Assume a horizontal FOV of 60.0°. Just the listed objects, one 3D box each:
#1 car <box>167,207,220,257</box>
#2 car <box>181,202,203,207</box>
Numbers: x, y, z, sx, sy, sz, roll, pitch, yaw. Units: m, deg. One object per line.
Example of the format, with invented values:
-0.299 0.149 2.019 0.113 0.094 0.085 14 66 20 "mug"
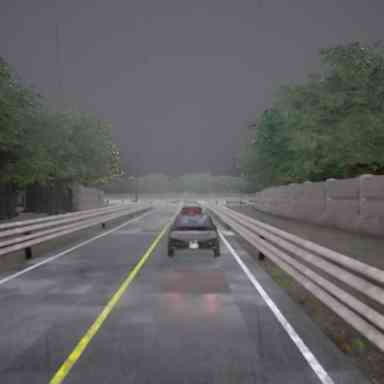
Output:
0.051 1.573 13.390 2.128 1.511 4.902 0 0 0 "car"
-0.016 1.677 31.146 1.882 1.535 5.008 0 -1 0 "car"
